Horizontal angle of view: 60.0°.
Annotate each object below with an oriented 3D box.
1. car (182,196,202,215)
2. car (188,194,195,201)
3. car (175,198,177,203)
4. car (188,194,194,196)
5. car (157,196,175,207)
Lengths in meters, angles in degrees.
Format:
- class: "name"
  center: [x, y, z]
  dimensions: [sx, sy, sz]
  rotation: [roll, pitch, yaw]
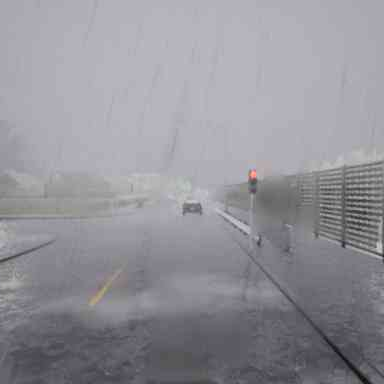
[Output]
- class: "car"
  center: [0.043, 1.467, 34.303]
  dimensions: [1.882, 1.535, 5.008]
  rotation: [0, 0, 0]
- class: "car"
  center: [-0.136, 1.307, 81.376]
  dimensions: [1.837, 1.490, 4.892]
  rotation: [0, 0, 0]
- class: "car"
  center: [-4.118, 1.504, 66.193]
  dimensions: [1.812, 1.442, 4.674]
  rotation: [0, 0, 0]
- class: "car"
  center: [-0.115, 1.509, 70.955]
  dimensions: [2.033, 1.411, 5.357]
  rotation: [0, 0, 0]
- class: "car"
  center: [-4.156, 1.531, 50.756]
  dimensions: [2.033, 1.411, 5.357]
  rotation: [0, 0, 0]
